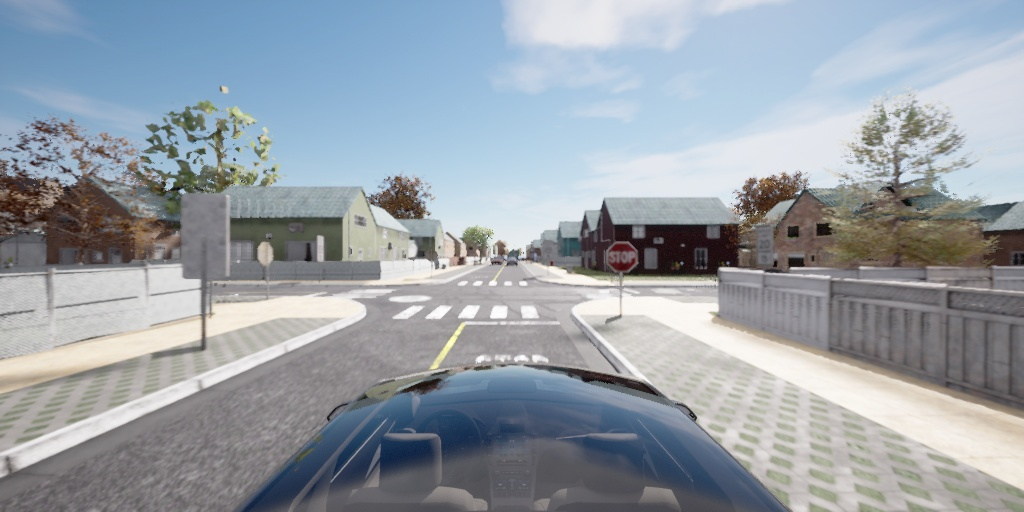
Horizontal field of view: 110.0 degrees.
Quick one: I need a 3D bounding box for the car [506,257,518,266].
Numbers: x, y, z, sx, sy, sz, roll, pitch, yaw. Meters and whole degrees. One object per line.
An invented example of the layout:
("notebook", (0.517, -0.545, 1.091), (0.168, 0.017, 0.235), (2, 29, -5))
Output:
("car", (0.011, 1.011, 62.045), (1.812, 1.442, 4.674), (0, 0, 0))
